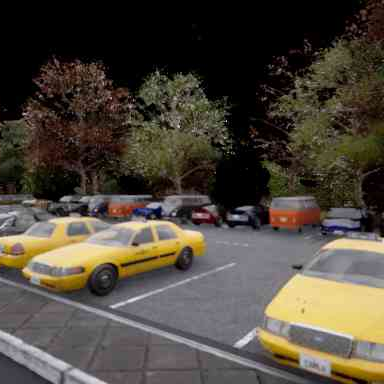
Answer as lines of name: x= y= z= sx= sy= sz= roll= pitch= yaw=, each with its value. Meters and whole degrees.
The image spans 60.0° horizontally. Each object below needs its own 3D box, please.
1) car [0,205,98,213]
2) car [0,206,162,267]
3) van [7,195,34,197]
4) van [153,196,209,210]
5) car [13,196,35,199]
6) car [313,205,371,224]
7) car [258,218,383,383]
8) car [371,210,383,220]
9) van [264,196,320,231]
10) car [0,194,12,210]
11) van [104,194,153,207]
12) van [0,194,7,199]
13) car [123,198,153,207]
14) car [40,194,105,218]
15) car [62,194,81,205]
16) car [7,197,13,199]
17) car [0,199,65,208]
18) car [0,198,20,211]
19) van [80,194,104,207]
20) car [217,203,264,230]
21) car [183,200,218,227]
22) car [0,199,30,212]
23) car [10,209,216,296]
car: x=-5.945 y=1.484 z=12.437 sx=2.231 sy=1.521 sz=4.892 roll=0 pitch=0 yaw=36
car: x=-3.597 y=1.483 z=10.958 sx=1.946 sy=1.575 sz=5.366 roll=0 pitch=0 yaw=36
van: x=-20.577 y=1.330 z=39.485 sx=1.878 sy=1.987 sz=4.442 roll=0 pitch=0 yaw=36
van: x=-0.468 y=1.254 z=24.508 sx=1.878 sy=1.987 sz=4.442 roll=0 pitch=0 yaw=36
car: x=-16.075 y=1.538 z=36.043 sx=2.097 sy=1.535 sz=5.008 roll=0 pitch=0 yaw=36
car: x=8.506 y=1.533 z=18.048 sx=2.163 sy=1.488 sz=4.792 roll=0 pitch=0 yaw=36
car: x=2.906 y=1.521 z=5.746 sx=1.946 sy=1.575 sz=5.366 roll=0 pitch=0 yaw=36
car: x=10.777 y=1.267 z=16.459 sx=2.435 sy=2.045 sz=5.566 roll=0 pitch=0 yaw=36
van: x=6.256 y=1.264 z=19.872 sx=1.878 sy=1.987 sz=4.442 roll=0 pitch=0 yaw=36
car: x=-27.372 y=1.330 z=44.271 sx=2.435 sy=2.045 sz=5.566 roll=0 pitch=0 yaw=36
van: x=-4.821 y=1.268 z=27.968 sx=1.878 sy=1.987 sz=4.442 roll=0 pitch=0 yaw=36
van: x=-12.597 y=1.274 z=17.451 sx=1.878 sy=1.987 sz=4.442 roll=0 pitch=0 yaw=36
car: x=-2.649 y=1.485 z=26.243 sx=2.097 sy=1.535 sz=5.008 roll=0 pitch=0 yaw=36
car: x=-11.615 y=1.269 z=32.755 sx=2.435 sy=2.045 sz=5.566 roll=0 pitch=0 yaw=36
car: x=-9.378 y=1.260 z=31.120 sx=2.435 sy=2.045 sz=5.566 roll=0 pitch=0 yaw=36
car: x=-18.407 y=1.587 z=37.757 sx=2.002 sy=1.452 sz=4.674 roll=0 pitch=0 yaw=36
car: x=-8.167 y=1.360 z=14.107 sx=2.185 sy=1.767 sz=4.553 roll=0 pitch=0 yaw=36
car: x=-25.021 y=1.572 z=42.581 sx=2.097 sy=1.535 sz=5.008 roll=0 pitch=0 yaw=36
van: x=-7.195 y=1.277 z=29.414 sx=1.878 sy=1.987 sz=4.442 roll=0 pitch=0 yaw=36
car: x=3.966 y=1.510 z=21.437 sx=2.163 sy=1.488 sz=4.792 roll=0 pitch=0 yaw=36
car: x=1.836 y=1.506 z=22.995 sx=2.163 sy=1.488 sz=4.792 roll=0 pitch=0 yaw=36
car: x=-22.781 y=1.604 z=40.949 sx=2.002 sy=1.452 sz=4.674 roll=0 pitch=0 yaw=36
car: x=-1.674 y=1.492 z=9.094 sx=1.946 sy=1.575 sz=5.366 roll=0 pitch=0 yaw=36
